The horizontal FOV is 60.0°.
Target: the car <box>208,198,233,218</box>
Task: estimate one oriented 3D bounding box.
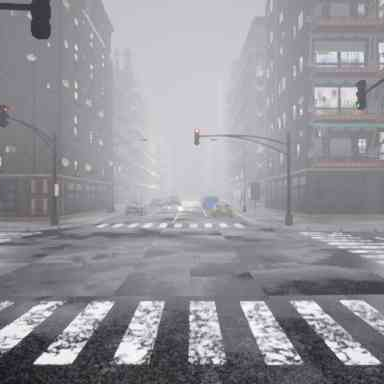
[{"bbox_3d":[2.709,1.536,30.256,1.752,1.417,4.829,1,0,0],"label":"car"}]

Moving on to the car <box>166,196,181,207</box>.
[{"bbox_3d":[-2.741,1.351,52.132,2.097,1.767,4.553,0,0,0],"label":"car"}]

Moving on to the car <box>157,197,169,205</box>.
[{"bbox_3d":[-5.297,1.624,61.002,1.802,1.307,4.206,1,0,0],"label":"car"}]

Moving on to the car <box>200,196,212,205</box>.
[{"bbox_3d":[2.585,1.482,61.056,1.967,1.590,4.097,1,0,0],"label":"car"}]

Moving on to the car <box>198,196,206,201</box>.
[{"bbox_3d":[2.587,1.622,83.680,1.887,1.381,4.507,1,0,0],"label":"car"}]

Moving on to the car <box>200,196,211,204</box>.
[{"bbox_3d":[2.585,1.600,66.712,2.008,1.369,4.403,1,0,0],"label":"car"}]

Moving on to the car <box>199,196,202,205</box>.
[{"bbox_3d":[2.585,1.344,49.744,2.192,1.841,5.009,1,0,0],"label":"car"}]

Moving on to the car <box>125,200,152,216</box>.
[{"bbox_3d":[-5.430,1.563,32.713,2.008,1.369,4.403,1,0,0],"label":"car"}]

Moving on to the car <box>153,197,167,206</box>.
[{"bbox_3d":[-5.297,1.560,55.174,1.752,1.417,4.829,1,0,0],"label":"car"}]

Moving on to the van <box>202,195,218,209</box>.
[{"bbox_3d":[2.616,1.364,44.090,1.690,1.788,3.998,1,0,0],"label":"van"}]

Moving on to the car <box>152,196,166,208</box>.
[{"bbox_3d":[-5.298,1.610,49.686,1.802,1.307,4.206,1,0,0],"label":"car"}]

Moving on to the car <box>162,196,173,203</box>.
[{"bbox_3d":[-5.295,1.608,72.318,2.008,1.369,4.403,1,0,0],"label":"car"}]
